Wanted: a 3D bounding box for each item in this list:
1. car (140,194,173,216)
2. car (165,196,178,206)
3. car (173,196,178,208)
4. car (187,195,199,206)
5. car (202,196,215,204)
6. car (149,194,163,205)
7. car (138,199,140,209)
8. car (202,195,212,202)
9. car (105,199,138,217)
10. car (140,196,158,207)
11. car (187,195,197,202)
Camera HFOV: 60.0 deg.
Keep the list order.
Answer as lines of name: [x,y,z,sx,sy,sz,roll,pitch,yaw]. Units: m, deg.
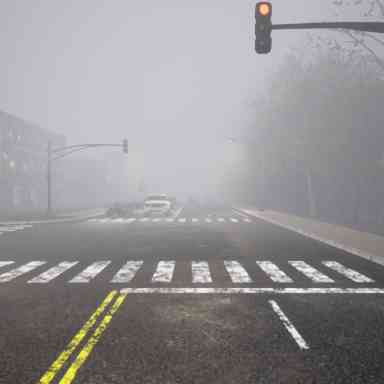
car: [-3.311,1.214,32.356,2.150,2.045,5.566,0,0,0]
car: [-3.285,1.485,53.929,1.837,1.490,4.892,0,0,0]
car: [-3.299,1.586,43.381,1.895,1.301,4.718,0,0,0]
car: [0.153,1.581,55.096,1.895,1.301,4.718,0,0,0]
car: [3.414,1.576,64.712,1.895,1.301,4.718,0,0,0]
car: [-6.502,1.329,61.166,2.097,1.767,4.553,0,0,0]
car: [-6.548,1.550,40.678,1.994,1.385,4.181,0,0,1]
car: [3.324,1.509,74.730,2.033,1.411,5.357,0,0,0]
car: [-6.567,1.592,30.739,1.895,1.301,4.718,0,0,0]
car: [-6.537,1.473,51.107,2.128,1.511,4.902,0,0,0]
car: [0.076,1.494,74.654,2.128,1.511,4.902,0,0,0]
